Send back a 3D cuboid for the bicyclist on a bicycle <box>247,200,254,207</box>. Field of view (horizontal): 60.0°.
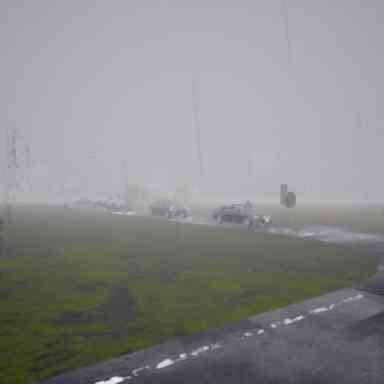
[{"bbox_3d":[5.347,1.605,31.048,1.656,1.620,0.582,0,0,-35],"label":"bicyclist on a bicycle"}]

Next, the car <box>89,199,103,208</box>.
[{"bbox_3d":[-14.579,1.833,54.162,1.895,1.301,4.718,0,0,-35],"label":"car"}]

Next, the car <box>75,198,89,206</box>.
[{"bbox_3d":[-20.259,1.823,62.252,2.033,1.411,5.357,0,0,-35],"label":"car"}]

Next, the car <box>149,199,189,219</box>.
[{"bbox_3d":[-2.181,1.493,31.381,2.097,1.767,4.553,0,0,-35],"label":"car"}]

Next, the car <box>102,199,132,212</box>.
[{"bbox_3d":[-9.130,1.703,41.291,1.812,1.442,4.674,0,0,-35],"label":"car"}]

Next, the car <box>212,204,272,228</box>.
[{"bbox_3d":[3.432,1.604,23.384,2.128,1.511,4.902,0,0,-35],"label":"car"}]
